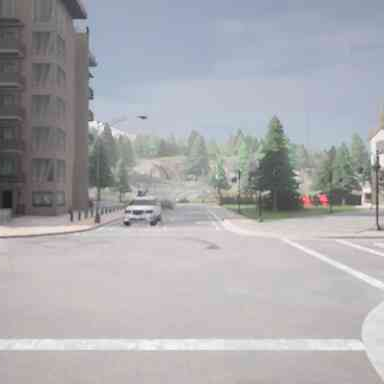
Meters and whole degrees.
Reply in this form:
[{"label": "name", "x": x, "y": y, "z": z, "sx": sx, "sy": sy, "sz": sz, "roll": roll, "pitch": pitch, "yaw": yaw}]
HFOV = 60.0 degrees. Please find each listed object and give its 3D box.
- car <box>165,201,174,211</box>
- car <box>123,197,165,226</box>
[{"label": "car", "x": -3.570, "y": 1.895, "z": 46.760, "sx": 1.895, "sy": 1.301, "sz": 4.718, "roll": 0, "pitch": 0, "yaw": 0}, {"label": "car", "x": -3.588, "y": 1.383, "z": 25.157, "sx": 2.150, "sy": 2.045, "sz": 5.566, "roll": 0, "pitch": -1, "yaw": 1}]
